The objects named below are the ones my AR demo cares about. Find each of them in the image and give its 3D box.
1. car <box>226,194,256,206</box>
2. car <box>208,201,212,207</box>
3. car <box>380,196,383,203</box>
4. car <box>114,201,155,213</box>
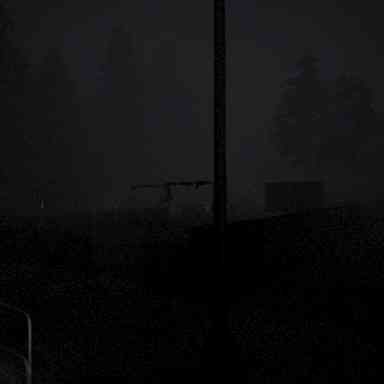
[{"bbox_3d":[7.278,1.282,48.009,2.150,2.045,5.566,0,0,36],"label":"car"},{"bbox_3d":[4.164,1.672,50.628,1.994,1.385,4.181,0,0,35],"label":"car"},{"bbox_3d":[35.704,1.320,60.790,1.994,1.381,4.181,0,0,35],"label":"car"},{"bbox_3d":[-6.211,1.670,36.237,1.895,1.301,4.718,0,0,36],"label":"car"}]
